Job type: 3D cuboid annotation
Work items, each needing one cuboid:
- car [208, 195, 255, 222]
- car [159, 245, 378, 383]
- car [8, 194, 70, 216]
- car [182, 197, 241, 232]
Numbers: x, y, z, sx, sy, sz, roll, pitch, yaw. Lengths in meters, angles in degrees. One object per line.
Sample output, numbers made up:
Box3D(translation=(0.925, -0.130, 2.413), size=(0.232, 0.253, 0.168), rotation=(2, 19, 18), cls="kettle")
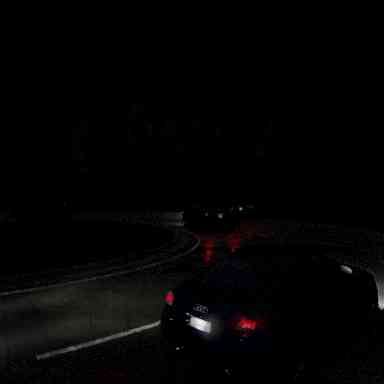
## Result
Box3D(translation=(1.918, 1.306, 26.119), size=(2.150, 2.045, 5.566), rotation=(1, -1, -36), cls="car")
Box3D(translation=(1.496, 1.585, 5.470), size=(1.994, 1.385, 4.181), rotation=(0, 0, 44), cls="car")
Box3D(translation=(-15.221, 1.265, 33.296), size=(5.566, 2.045, 2.150), rotation=(0, 0, -17), cls="car")
Box3D(translation=(0.918, 1.416, 20.850), size=(2.097, 1.767, 4.553), rotation=(0, 0, -19), cls="car")
